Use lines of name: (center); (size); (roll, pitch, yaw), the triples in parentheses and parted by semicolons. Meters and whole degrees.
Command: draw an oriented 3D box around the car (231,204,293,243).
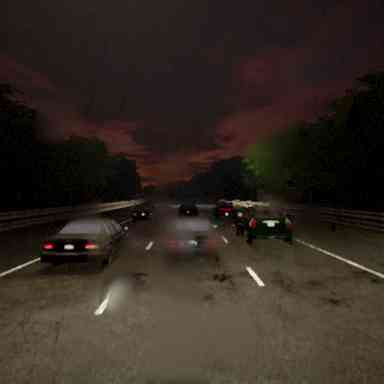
car: (3.453, 1.471, 16.758); (2.097, 1.767, 4.553); (0, 0, -1)

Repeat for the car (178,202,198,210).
car: (-0.416, 1.775, 34.345); (1.882, 1.535, 5.008); (0, -1, -1)

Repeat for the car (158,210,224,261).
car: (0.002, 1.628, 12.622); (2.033, 1.411, 5.357); (0, 0, 0)

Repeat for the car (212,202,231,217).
car: (3.117, 1.787, 32.878); (1.837, 1.490, 4.892); (0, 0, -1)

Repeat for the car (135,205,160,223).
car: (-3.759, 1.779, 27.760); (2.033, 1.411, 5.357); (0, -1, -1)

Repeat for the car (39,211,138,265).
car: (-3.493, 1.622, 11.913); (2.033, 1.411, 5.357); (0, 0, 0)
